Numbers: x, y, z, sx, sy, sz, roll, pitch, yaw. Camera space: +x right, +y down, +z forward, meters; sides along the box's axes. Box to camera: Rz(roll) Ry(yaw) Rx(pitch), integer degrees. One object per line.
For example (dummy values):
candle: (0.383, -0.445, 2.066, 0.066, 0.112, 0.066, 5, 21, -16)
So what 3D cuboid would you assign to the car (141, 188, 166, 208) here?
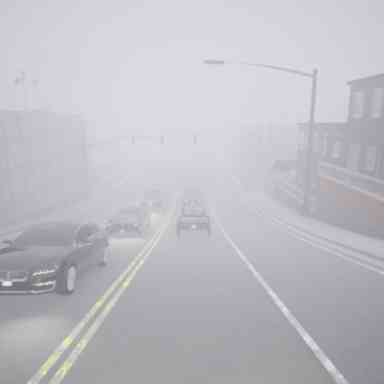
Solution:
car: (-3.522, 0.493, 30.686, 2.128, 1.511, 4.902, 0, 8, 1)

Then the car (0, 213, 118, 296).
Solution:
car: (-3.546, 1.528, 8.848, 1.837, 1.490, 4.892, 0, 0, 0)

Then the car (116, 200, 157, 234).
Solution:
car: (-3.493, 1.485, 19.270, 2.033, 1.411, 5.357, 0, 2, 0)

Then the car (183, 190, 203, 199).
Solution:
car: (0.096, 0.446, 31.864, 1.895, 1.301, 4.718, 0, 8, 0)

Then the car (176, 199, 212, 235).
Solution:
car: (0.101, 1.446, 18.745, 2.128, 1.511, 4.902, 0, 1, 0)
